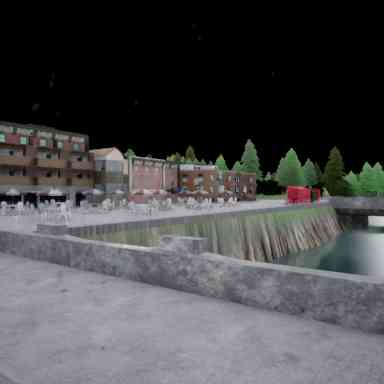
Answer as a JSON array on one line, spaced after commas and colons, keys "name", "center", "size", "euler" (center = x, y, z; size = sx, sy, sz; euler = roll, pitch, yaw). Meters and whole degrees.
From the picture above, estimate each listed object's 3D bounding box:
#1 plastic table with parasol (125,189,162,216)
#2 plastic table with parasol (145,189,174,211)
[{"name": "plastic table with parasol", "center": [-4.681, 0.923, 32.138], "size": [2.482, 2.480, 2.482], "euler": [0, 0, 35]}, {"name": "plastic table with parasol", "center": [-3.903, 0.923, 39.824], "size": [2.482, 2.480, 2.482], "euler": [0, 0, 36]}]
